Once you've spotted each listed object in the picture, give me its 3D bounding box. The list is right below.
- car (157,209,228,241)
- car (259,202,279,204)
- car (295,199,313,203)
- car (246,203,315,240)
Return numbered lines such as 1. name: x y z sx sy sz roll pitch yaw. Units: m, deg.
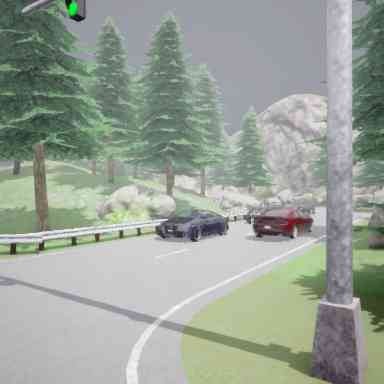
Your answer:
1. car: 0.139 1.579 16.820 1.994 1.385 4.181 0 0 34
2. car: 5.747 1.507 25.033 2.128 1.511 4.902 0 0 34
3. car: 11.293 1.520 33.614 1.837 1.490 4.892 0 0 27
4. car: 4.895 1.542 17.403 1.882 1.535 5.008 0 -1 34
